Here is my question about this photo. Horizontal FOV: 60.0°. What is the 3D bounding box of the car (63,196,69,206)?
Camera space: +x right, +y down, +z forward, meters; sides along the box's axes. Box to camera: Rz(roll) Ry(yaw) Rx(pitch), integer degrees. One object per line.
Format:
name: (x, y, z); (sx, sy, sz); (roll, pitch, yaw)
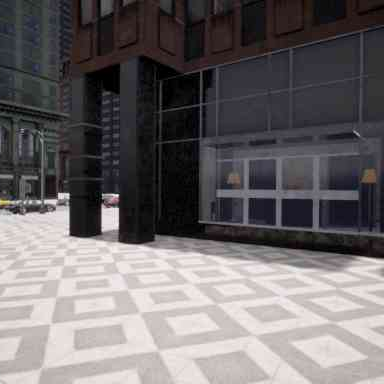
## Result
car: (-15.935, 1.131, 44.478); (2.008, 1.369, 4.403); (2, 2, 36)

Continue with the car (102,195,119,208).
car: (-8.699, 1.243, 39.942); (1.802, 1.307, 4.206); (2, 2, 36)

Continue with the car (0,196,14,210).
car: (-22.093, 1.232, 35.880); (1.752, 1.417, 4.829); (2, 2, 36)

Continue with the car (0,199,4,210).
car: (-18.093, 1.417, 26.825); (1.947, 1.339, 4.313); (2, 2, 36)

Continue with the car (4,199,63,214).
car: (-14.961, 1.341, 31.198); (2.008, 1.369, 4.403); (2, 2, 36)

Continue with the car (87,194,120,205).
car: (-12.906, 1.081, 48.707); (1.947, 1.339, 4.313); (2, 2, 36)
